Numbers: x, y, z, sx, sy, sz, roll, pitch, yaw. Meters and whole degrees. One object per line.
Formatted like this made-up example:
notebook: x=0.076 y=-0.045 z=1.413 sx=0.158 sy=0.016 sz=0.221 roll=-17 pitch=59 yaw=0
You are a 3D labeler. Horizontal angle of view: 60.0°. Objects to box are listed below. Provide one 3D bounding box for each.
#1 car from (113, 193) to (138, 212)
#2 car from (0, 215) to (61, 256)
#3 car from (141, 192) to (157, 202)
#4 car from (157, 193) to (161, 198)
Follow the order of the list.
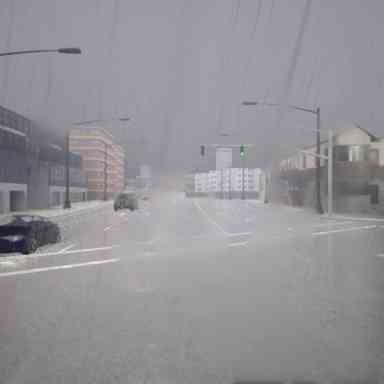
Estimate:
car: x=-7.636 y=1.196 z=38.784 sx=2.150 sy=2.045 sz=5.566 roll=0 pitch=1 yaw=-2
car: x=-6.807 y=1.616 z=13.216 sx=1.994 sy=1.385 sz=4.181 roll=0 pitch=0 yaw=-2
car: x=-8.428 y=0.884 z=63.199 sx=2.097 sy=1.767 sz=4.553 roll=0 pitch=0 yaw=-2
car: x=-9.267 y=1.084 z=89.034 sx=2.097 sy=1.767 sz=4.553 roll=0 pitch=-1 yaw=-2
